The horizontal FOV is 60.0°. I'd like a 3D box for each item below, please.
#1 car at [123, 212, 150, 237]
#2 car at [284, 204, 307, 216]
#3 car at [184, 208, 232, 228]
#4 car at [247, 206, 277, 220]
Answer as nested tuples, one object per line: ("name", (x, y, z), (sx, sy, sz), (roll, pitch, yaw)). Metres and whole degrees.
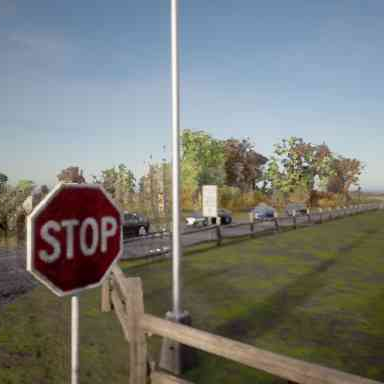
("car", (-4.346, 1.863, 18.231), (1.837, 1.490, 4.892), (0, -1, 34))
("car", (13.461, 2.304, 43.024), (1.837, 1.490, 4.892), (0, -1, 36))
("car", (1.349, 1.990, 26.233), (2.128, 1.511, 4.902), (0, -1, 36))
("car", (7.378, 2.174, 34.625), (1.812, 1.442, 4.674), (0, -1, 36))
